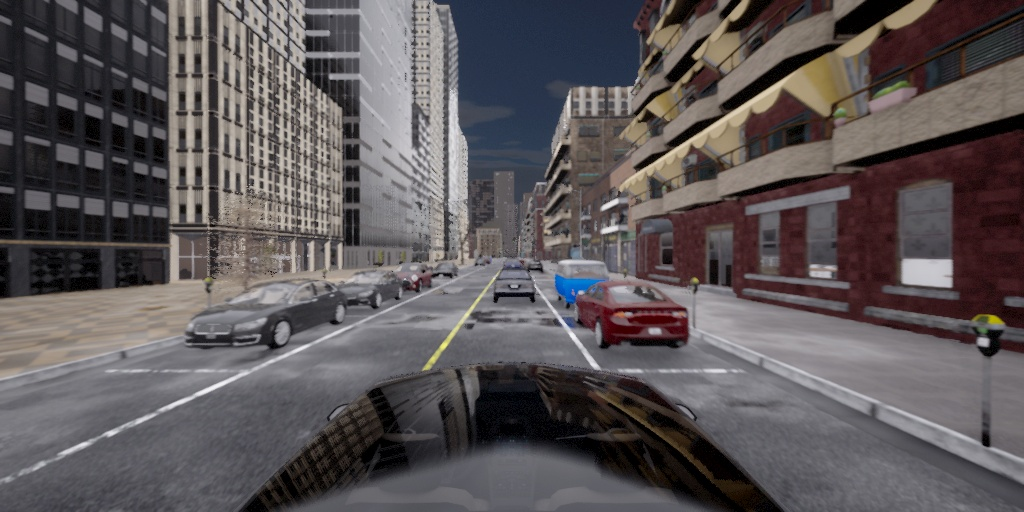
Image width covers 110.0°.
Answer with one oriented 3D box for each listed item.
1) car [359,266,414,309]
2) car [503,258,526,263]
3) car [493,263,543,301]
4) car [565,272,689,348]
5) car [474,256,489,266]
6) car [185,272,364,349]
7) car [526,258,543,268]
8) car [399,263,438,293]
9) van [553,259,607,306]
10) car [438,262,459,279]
[{"bbox_3d":[-5.693,1.256,14.493,2.007,1.370,4.403,0,0,0],"label":"car"},{"bbox_3d":[0.094,0.976,38.646,2.097,1.767,4.553,0,0,0],"label":"car"},{"bbox_3d":[0.095,1.244,16.795,2.033,1.411,5.357,0,0,0],"label":"car"},{"bbox_3d":[2.689,1.269,8.970,1.888,1.381,4.507,0,0,0],"label":"car"},{"bbox_3d":[-5.700,1.123,64.198,1.948,1.339,4.313,0,0,0],"label":"car"},{"bbox_3d":[-5.692,1.275,8.969,2.007,1.370,4.403,0,0,0],"label":"car"},{"bbox_3d":[2.684,1.180,42.108,1.948,1.339,4.313,0,0,0],"label":"car"},{"bbox_3d":[-5.694,1.126,20.016,1.967,1.591,4.097,0,0,0],"label":"car"},{"bbox_3d":[2.688,1.045,14.493,1.690,1.789,3.998,0,0,0],"label":"van"},{"bbox_3d":[-5.695,1.214,31.061,1.948,1.339,4.313,0,0,0],"label":"car"}]
